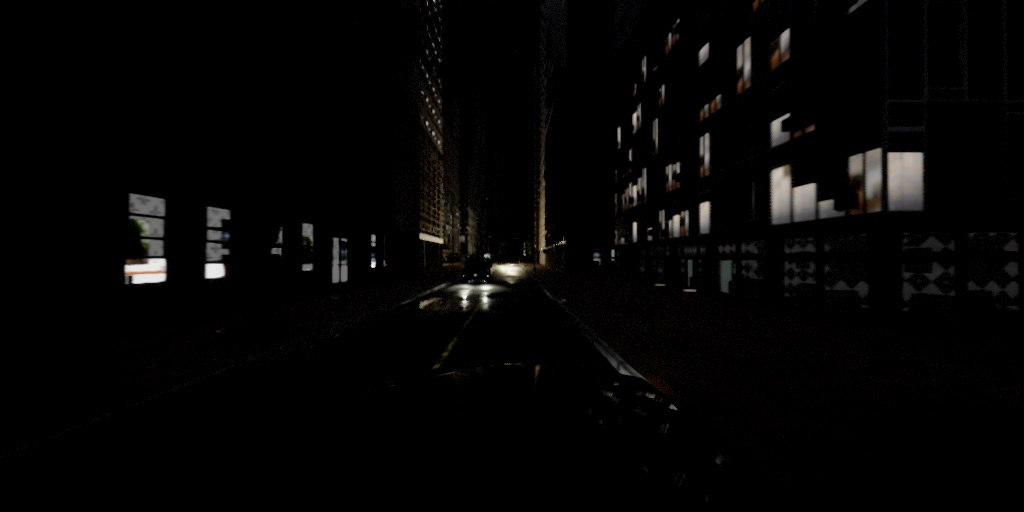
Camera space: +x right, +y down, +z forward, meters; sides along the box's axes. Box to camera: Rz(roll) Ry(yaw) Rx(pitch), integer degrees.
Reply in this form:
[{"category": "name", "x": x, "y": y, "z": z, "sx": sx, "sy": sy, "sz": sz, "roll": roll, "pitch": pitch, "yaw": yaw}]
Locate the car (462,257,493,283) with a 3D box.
[{"category": "car", "x": -2.722, "y": 1.093, "z": 29.612, "sx": 2.150, "sy": 2.045, "sz": 5.566, "roll": 0, "pitch": -1, "yaw": 0}]
